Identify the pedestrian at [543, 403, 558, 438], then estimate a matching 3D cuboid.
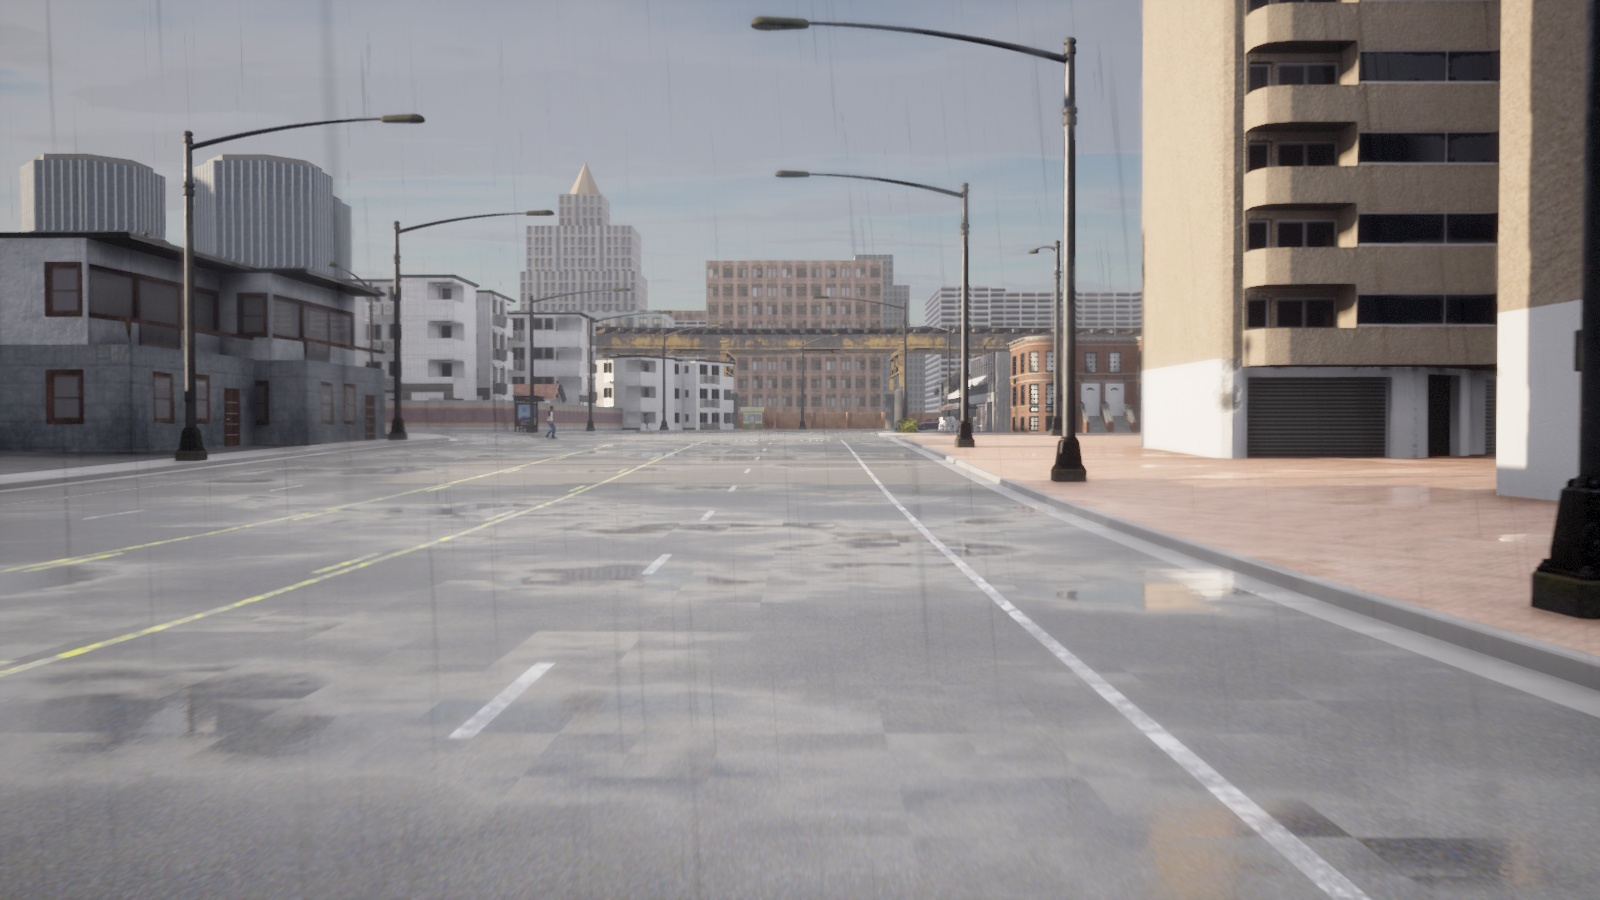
[{"bbox_3d":[-13.382,-1.581,67.338,0.706,1.836,0.354,0,1,-3],"label":"pedestrian"}]
